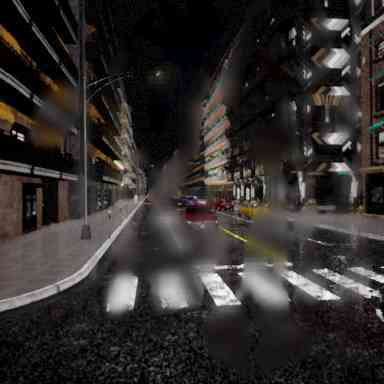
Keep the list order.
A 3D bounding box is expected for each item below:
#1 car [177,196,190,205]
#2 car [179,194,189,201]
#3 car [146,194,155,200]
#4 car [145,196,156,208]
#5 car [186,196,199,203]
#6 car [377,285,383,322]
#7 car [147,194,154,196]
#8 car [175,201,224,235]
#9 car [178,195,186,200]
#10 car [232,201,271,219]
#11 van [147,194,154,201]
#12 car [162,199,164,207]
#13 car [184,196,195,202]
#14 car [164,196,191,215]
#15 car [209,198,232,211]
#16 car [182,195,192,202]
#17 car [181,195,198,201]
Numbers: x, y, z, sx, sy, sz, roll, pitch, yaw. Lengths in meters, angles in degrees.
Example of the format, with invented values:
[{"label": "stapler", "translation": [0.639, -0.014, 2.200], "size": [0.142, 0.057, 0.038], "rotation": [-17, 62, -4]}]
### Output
[{"label": "car", "translation": [-1.589, 1.498, 59.669], "size": [1.812, 1.442, 4.674], "rotation": [-1, 0, -7]}, {"label": "car", "translation": [-1.987, 1.415, 83.667], "size": [1.967, 1.590, 4.097], "rotation": [-1, 0, -7]}, {"label": "car", "translation": [-11.715, 1.394, 93.881], "size": [2.192, 1.841, 5.009], "rotation": [-1, 0, -7]}, {"label": "car", "translation": [-6.076, 1.598, 48.936], "size": [1.802, 1.307, 4.206], "rotation": [-1, 0, -7]}, {"label": "car", "translation": [0.128, 1.505, 66.814], "size": [2.008, 1.369, 4.403], "rotation": [-1, 0, -7]}, {"label": "car", "translation": [4.641, 1.456, 3.398], "size": [2.128, 1.511, 4.902], "rotation": [-1, 0, -37]}, {"label": "car", "translation": [-8.896, 1.356, 71.410], "size": [2.192, 1.841, 5.009], "rotation": [-1, 0, -7]}, {"label": "car", "translation": [0.294, 1.502, 18.949], "size": [1.812, 1.442, 4.674], "rotation": [-1, 0, -7]}, {"label": "car", "translation": [-2.690, 1.566, 89.286], "size": [1.802, 1.307, 4.206], "rotation": [-1, 0, -7]}, {"label": "car", "translation": [5.039, 1.445, 27.657], "size": [1.752, 1.417, 4.829], "rotation": [-1, 0, -7]}, {"label": "van", "translation": [-11.010, 1.405, 88.265], "size": [1.690, 1.788, 3.998], "rotation": [-1, 0, -7]}, {"label": "car", "translation": [-3.456, 1.511, 49.639], "size": [1.837, 1.490, 4.892], "rotation": [-1, 0, -7]}, {"label": "car", "translation": [-0.576, 1.511, 72.432], "size": [2.008, 1.369, 4.403], "rotation": [-1, 0, -7]}, {"label": "car", "translation": [-1.548, 1.483, 33.704], "size": [1.837, 1.490, 4.892], "rotation": [-1, 0, -7]}, {"label": "car", "translation": [3.651, 1.469, 38.722], "size": [1.887, 1.381, 4.507], "rotation": [-1, 0, -7]}, {"label": "car", "translation": [-1.281, 1.511, 78.051], "size": [1.887, 1.381, 4.507], "rotation": [-1, 0, -7]}, {"label": "car", "translation": [-0.313, 1.487, 49.496], "size": [1.812, 1.442, 4.674], "rotation": [-1, 0, -7]}]
